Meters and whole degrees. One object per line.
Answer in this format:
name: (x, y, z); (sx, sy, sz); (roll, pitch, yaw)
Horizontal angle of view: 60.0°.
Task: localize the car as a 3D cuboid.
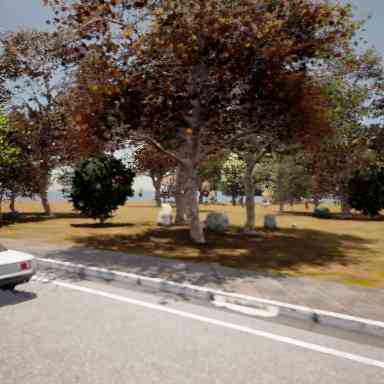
car: (-5.746, 1.559, 7.519); (4.718, 1.301, 1.895); (0, 0, 31)
